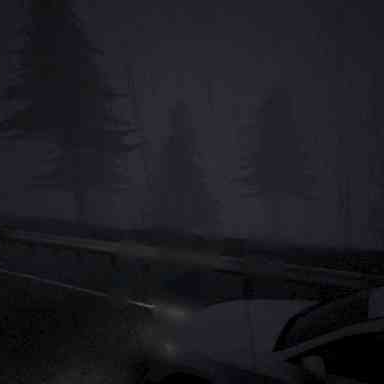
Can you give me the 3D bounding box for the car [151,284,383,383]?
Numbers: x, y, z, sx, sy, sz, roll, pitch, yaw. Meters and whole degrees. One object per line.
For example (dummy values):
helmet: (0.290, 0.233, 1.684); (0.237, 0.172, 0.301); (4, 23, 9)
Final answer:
car: (1.791, 1.520, 2.646); (4.674, 1.442, 1.812); (0, 0, 35)
